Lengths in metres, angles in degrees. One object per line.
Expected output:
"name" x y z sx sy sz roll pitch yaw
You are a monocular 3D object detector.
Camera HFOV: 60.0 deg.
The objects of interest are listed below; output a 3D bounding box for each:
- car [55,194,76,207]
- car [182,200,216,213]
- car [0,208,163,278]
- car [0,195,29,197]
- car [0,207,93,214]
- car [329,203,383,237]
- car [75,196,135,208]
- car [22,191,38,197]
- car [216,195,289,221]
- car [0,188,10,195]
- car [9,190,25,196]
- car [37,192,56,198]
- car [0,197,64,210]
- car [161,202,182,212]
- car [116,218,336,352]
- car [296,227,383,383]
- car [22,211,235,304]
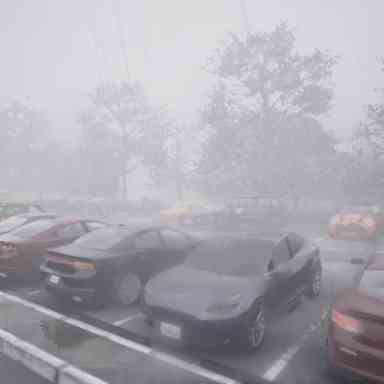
"car" -9.424 1.109 30.414 2.097 1.535 5.008 2 1 36
"car" 1.874 1.425 22.252 2.097 1.535 5.008 1 1 36
"car" -3.404 1.467 9.911 2.097 1.535 5.008 1 1 36
"car" -10.149 1.205 14.839 2.185 1.767 4.553 1 1 36
"car" -5.658 1.470 11.554 2.002 1.452 4.674 1 0 36
"car" 8.671 1.389 17.365 2.185 1.767 4.553 1 0 36
"car" -7.062 1.194 28.704 2.231 1.521 4.892 2 1 36
"car" -13.958 0.951 33.666 2.163 1.488 4.792 3 2 36
"car" 4.149 1.212 20.633 2.435 2.045 5.566 1 1 36
"car" -18.244 0.692 37.032 1.946 1.575 5.366 3 2 36
"car" -15.981 0.813 35.395 1.946 1.575 5.366 3 2 36
"car" -11.683 1.019 32.049 2.097 1.535 5.008 2 1 36
"car" -7.897 1.259 13.209 2.185 1.767 4.553 1 1 36
"car" -0.497 1.376 23.732 1.946 1.575 5.366 1 1 36
"car" 1.100 1.547 6.623 2.163 1.488 4.792 0 0 36
"car" 3.373 1.570 5.012 2.002 1.452 4.674 0 0 36
"car" -1.143 1.496 8.277 2.097 1.535 5.008 1 0 36
